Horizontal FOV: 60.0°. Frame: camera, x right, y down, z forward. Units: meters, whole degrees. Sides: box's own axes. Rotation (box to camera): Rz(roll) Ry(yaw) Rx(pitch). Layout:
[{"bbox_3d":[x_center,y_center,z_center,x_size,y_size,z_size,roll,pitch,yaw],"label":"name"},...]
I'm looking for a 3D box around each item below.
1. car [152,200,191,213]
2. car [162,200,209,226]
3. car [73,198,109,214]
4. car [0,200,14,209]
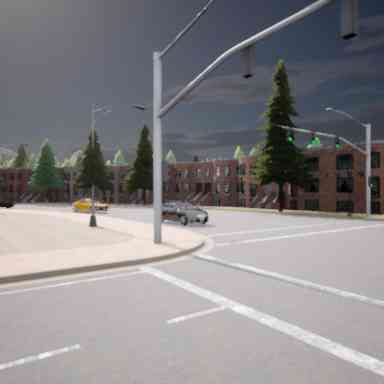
[{"bbox_3d":[-2.326,1.590,37.301,1.895,1.301,4.718,0,0,-41],"label":"car"},{"bbox_3d":[-0.803,1.484,23.470,2.128,1.511,4.902,0,0,-36],"label":"car"},{"bbox_3d":[-10.897,1.471,35.767,5.008,1.535,1.882,0,0,41],"label":"car"},{"bbox_3d":[-26.584,1.666,44.898,4.718,1.301,1.895,0,0,16],"label":"car"}]
